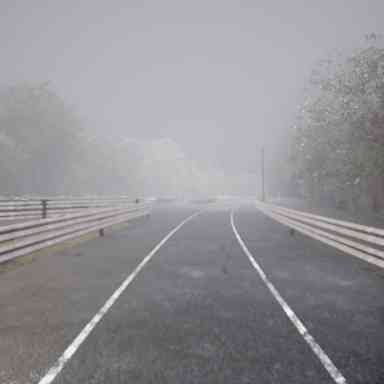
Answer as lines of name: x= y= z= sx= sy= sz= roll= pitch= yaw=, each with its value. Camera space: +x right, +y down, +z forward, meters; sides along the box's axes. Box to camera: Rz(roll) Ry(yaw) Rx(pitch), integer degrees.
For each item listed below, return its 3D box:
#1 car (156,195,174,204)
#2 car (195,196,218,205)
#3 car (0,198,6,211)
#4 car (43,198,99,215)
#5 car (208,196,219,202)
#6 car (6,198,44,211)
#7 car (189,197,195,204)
car: x=-5.056 y=1.411 z=62.462 sx=2.097 sy=1.767 sz=4.553 roll=0 pitch=-1 yaw=20
car: x=2.887 y=1.636 z=63.840 sx=2.128 sy=1.511 sz=4.902 roll=0 pitch=-1 yaw=20
car: x=-16.503 y=1.246 z=30.887 sx=1.895 sy=1.301 sz=4.718 roll=0 pitch=-1 yaw=20
car: x=-9.958 y=1.267 z=28.405 sx=1.895 sy=1.301 sz=4.718 roll=0 pitch=-1 yaw=20
car: x=6.010 y=1.959 z=93.229 sx=1.882 sy=1.535 sz=5.008 roll=0 pitch=-1 yaw=20
car: x=-13.246 y=1.203 z=29.598 sx=2.033 sy=1.411 sz=5.357 roll=0 pitch=-1 yaw=20
car: x=0.955 y=1.725 z=68.833 sx=2.033 sy=1.411 sz=5.357 roll=0 pitch=-1 yaw=20
